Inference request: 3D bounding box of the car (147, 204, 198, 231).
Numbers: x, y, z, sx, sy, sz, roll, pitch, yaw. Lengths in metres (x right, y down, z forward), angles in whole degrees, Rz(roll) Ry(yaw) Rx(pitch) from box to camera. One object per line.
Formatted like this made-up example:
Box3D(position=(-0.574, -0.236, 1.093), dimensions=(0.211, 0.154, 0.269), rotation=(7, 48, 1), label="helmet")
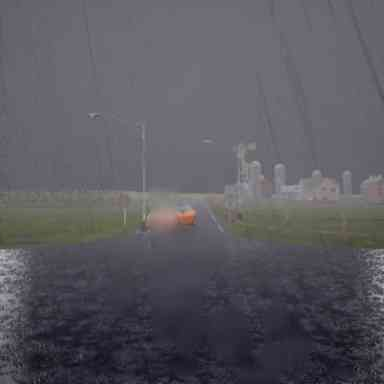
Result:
Box3D(position=(-1.296, 1.654, 23.377), dimensions=(2.097, 1.767, 4.553), rotation=(-1, 0, 23), label="car")
